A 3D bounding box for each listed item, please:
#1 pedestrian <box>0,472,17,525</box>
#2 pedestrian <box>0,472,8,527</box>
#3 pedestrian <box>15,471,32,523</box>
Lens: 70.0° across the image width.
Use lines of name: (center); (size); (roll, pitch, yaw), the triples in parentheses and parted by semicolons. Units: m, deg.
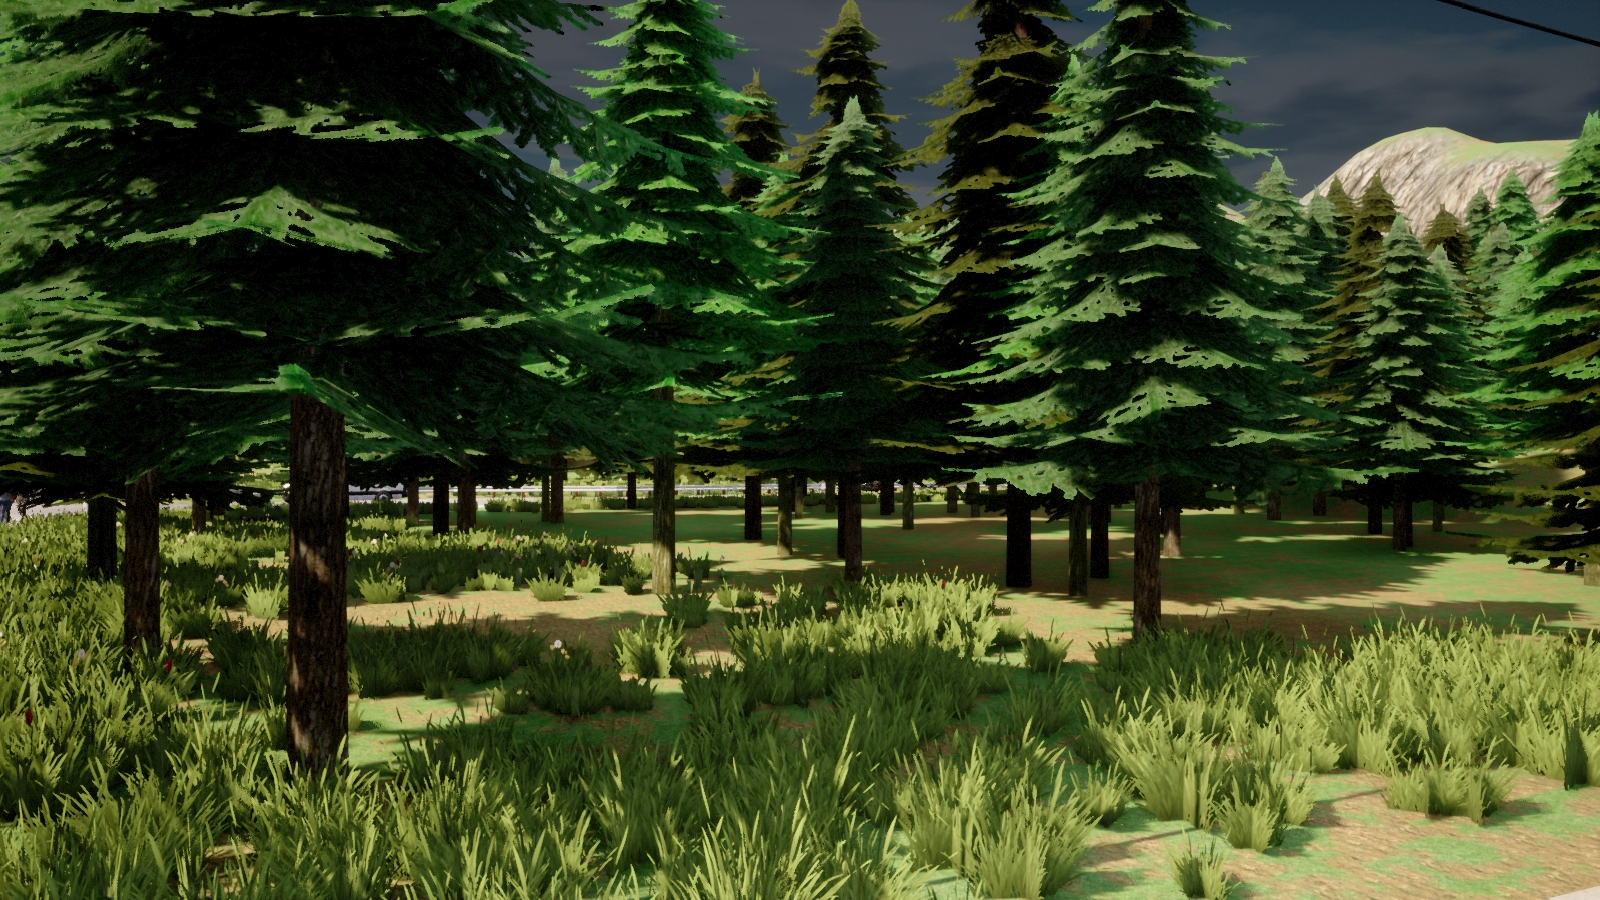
pedestrian: (-27.796, 1.694, 40.139); (0.375, 1.860, 0.375); (0, 0, -12)
pedestrian: (-27.280, 1.694, 39.019); (0.375, 1.860, 0.375); (0, 0, -34)
pedestrian: (-28.158, 1.694, 41.413); (0.375, 1.860, 0.375); (0, 0, -6)
